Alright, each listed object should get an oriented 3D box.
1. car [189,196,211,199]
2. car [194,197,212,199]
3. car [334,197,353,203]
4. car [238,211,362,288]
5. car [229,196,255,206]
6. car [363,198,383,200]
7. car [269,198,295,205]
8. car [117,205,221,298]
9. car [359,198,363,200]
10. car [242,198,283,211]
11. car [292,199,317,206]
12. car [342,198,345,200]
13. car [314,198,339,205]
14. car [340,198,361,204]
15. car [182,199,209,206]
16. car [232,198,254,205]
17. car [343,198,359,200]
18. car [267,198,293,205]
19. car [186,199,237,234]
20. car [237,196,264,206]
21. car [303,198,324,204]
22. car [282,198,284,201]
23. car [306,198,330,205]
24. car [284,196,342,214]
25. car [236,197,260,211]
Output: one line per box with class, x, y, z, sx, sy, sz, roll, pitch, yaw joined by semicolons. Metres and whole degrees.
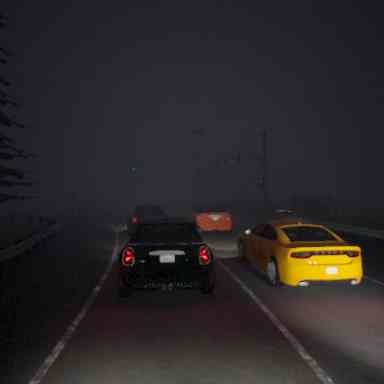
car;1.541;1.870;59.606;4.892;1.490;1.837;0;0;-19
car;3.270;1.947;56.497;4.718;1.301;1.895;0;0;-19
car;36.552;2.033;80.385;4.181;1.385;1.994;0;0;-29
car;2.713;1.536;9.540;1.882;1.535;5.008;0;0;-6
car;9.957;1.754;66.088;4.553;1.767;2.097;0;0;-18
car;38.890;1.954;69.565;5.357;1.411;2.033;0;0;-29
car;18.586;1.942;68.954;4.902;1.511;2.128;0;0;-19
car;-0.735;1.408;8.952;2.097;1.767;4.553;0;0;-6
car;36.938;1.958;72.505;4.902;1.511;2.128;0;0;-25
car;9.242;1.829;43.528;4.181;1.385;1.994;0;0;-19
car;21.169;1.940;62.499;4.181;1.385;1.994;0;0;-19
car;16.698;1.819;42.352;4.181;1.385;1.994;0;0;-19
car;27.555;1.934;68.325;4.674;1.442;1.812;0;0;-19
car;36.410;2.051;76.216;4.718;1.301;1.895;0;0;-29
car;0.731;1.988;63.021;4.718;1.301;1.895;0;0;-19
car;10.803;1.979;70.019;4.181;1.385;1.994;0;0;-19
car;29.508;1.916;65.308;4.902;1.511;2.128;0;0;-19
car;19.309;1.981;72.893;5.357;1.411;2.033;0;0;-19
car;0.840;1.475;20.065;2.097;1.767;4.553;0;0;-11
car;11.002;1.734;62.779;4.553;1.767;2.097;0;0;-18
car;27.719;2.009;75.874;4.181;1.385;1.994;0;0;-21
car;19.303;1.748;65.522;4.553;1.767;2.097;0;0;-18
car;27.255;1.957;71.930;4.674;1.442;1.812;0;0;-19
car;13.708;1.450;37.652;5.566;2.045;2.150;0;0;-19
car;7.189;1.831;46.530;5.357;1.411;2.033;0;0;-19
